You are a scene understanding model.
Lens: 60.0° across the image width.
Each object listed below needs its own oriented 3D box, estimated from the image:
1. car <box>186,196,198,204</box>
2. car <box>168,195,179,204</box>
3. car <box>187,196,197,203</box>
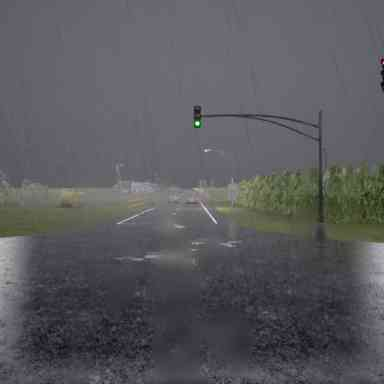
[{"bbox_3d":[-0.003,1.493,59.382,1.994,1.385,4.181,0,0,0],"label":"car"},{"bbox_3d":[-3.502,1.422,63.604,1.837,1.490,4.892,0,0,0],"label":"car"},{"bbox_3d":[-0.003,1.464,69.431,1.994,1.385,4.181,0,0,0],"label":"car"}]
